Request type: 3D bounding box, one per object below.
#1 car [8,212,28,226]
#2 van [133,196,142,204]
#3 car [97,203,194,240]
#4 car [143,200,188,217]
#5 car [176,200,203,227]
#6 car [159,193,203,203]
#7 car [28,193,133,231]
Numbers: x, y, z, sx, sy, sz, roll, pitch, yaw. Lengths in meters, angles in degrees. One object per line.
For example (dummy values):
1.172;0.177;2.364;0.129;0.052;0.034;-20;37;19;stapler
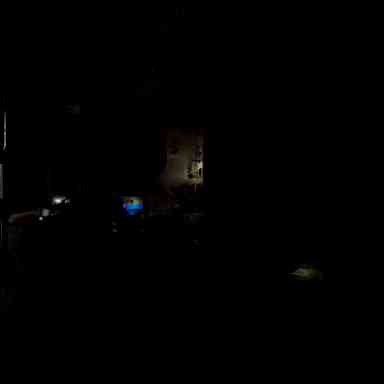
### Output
-9.121;1.382;21.324;1.752;1.417;4.829;1;0;36;car
-5.682;1.199;26.043;1.690;1.788;3.998;1;0;36;van
-2.119;1.480;16.457;2.008;1.369;4.403;1;0;36;car
-2.345;1.440;30.628;1.802;1.307;4.206;1;0;36;car
1.317;1.457;21.175;1.752;1.417;4.829;1;0;36;car
-0.511;1.102;28.772;2.150;2.045;5.566;1;0;36;car
-6.615;1.101;20.400;2.150;2.045;5.566;1;0;36;car
